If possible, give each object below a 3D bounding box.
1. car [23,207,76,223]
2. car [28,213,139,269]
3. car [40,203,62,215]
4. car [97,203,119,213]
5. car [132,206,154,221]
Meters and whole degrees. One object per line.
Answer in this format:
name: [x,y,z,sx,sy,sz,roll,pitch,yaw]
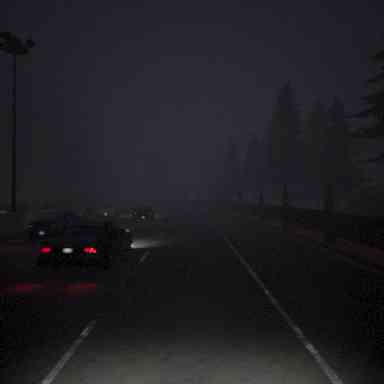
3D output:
car: [-6.971,1.713,17.608,1.812,1.442,4.674,0,-1,-1]
car: [-3.398,1.672,11.587,2.033,1.411,5.357,0,-1,0]
car: [-17.497,2.040,41.425,1.895,1.301,4.718,0,-1,-15]
car: [-8.461,1.880,33.439,1.812,1.442,4.674,0,-1,-9]
car: [-4.501,1.928,30.842,1.895,1.301,4.718,0,-1,-8]
